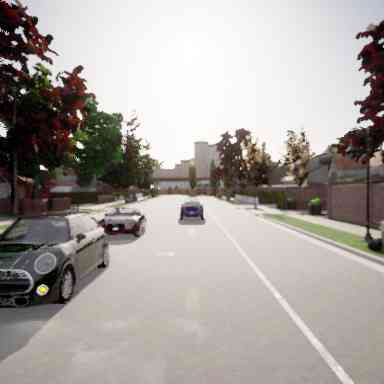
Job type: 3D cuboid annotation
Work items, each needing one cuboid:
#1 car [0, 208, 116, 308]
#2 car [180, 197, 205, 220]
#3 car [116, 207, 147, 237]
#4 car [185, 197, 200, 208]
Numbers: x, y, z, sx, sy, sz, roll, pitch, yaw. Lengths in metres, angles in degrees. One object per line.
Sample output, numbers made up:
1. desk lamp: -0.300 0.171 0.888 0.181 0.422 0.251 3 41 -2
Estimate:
1. car: -3.509 1.317 8.068 2.097 1.767 4.553 0 0 0
2. car: 0.007 1.363 27.160 1.882 1.535 5.008 0 0 0
3. car: -3.514 1.492 17.290 1.994 1.385 4.181 0 0 0
4. car: 0.065 1.343 44.603 1.994 1.385 4.181 0 0 0
